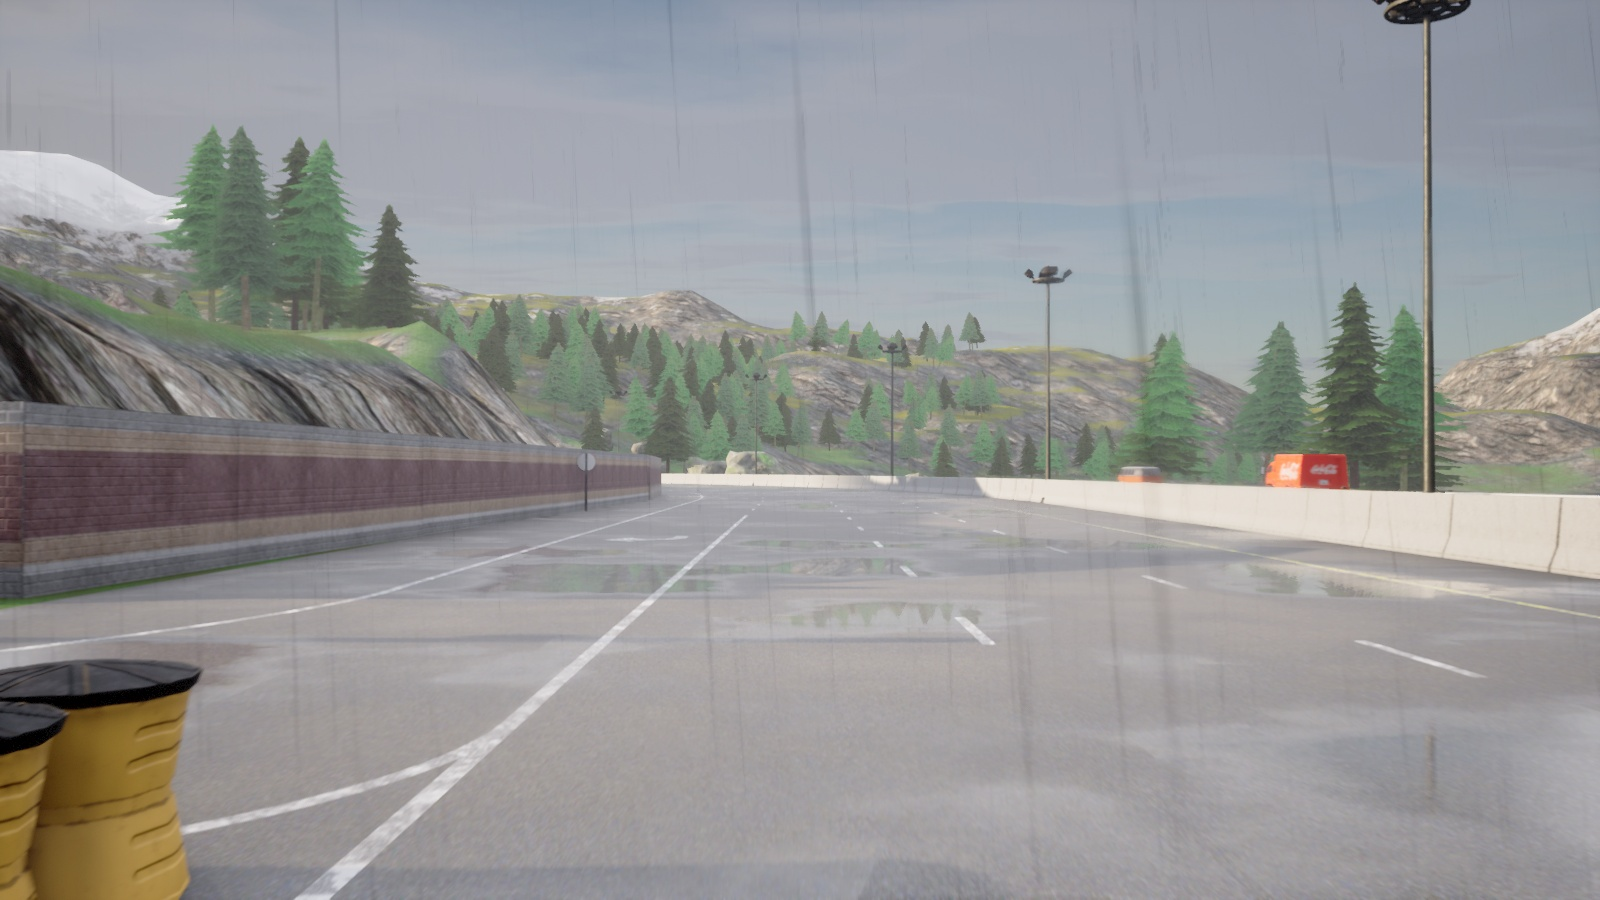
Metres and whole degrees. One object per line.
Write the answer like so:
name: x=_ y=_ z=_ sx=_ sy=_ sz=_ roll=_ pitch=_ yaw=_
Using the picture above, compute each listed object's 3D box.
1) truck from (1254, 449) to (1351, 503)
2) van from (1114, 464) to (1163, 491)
truck: x=24.359 y=1.255 z=61.180 sx=2.627 sy=2.467 sz=5.204 roll=0 pitch=-1 yaw=0
van: x=25.208 y=2.035 z=93.709 sx=1.775 sy=1.987 sz=4.442 roll=0 pitch=-1 yaw=-10
